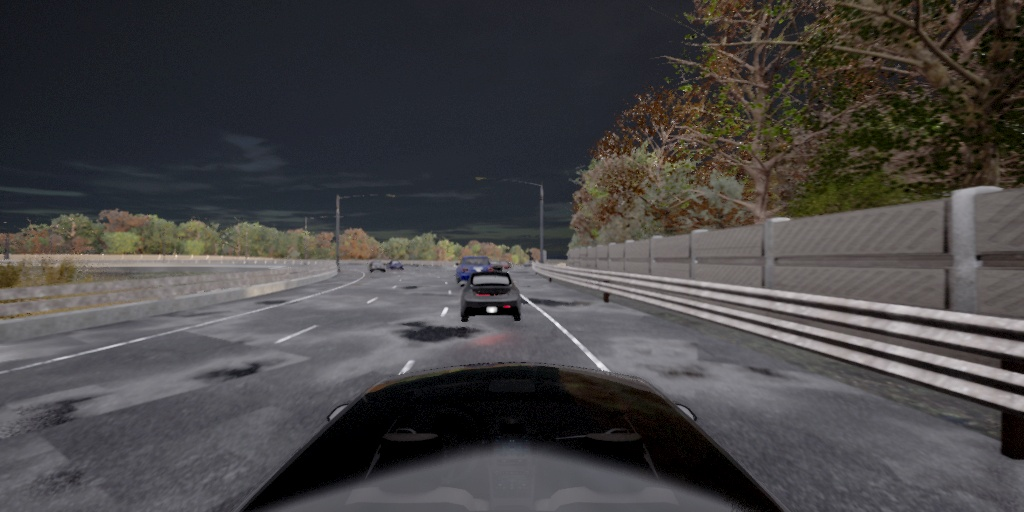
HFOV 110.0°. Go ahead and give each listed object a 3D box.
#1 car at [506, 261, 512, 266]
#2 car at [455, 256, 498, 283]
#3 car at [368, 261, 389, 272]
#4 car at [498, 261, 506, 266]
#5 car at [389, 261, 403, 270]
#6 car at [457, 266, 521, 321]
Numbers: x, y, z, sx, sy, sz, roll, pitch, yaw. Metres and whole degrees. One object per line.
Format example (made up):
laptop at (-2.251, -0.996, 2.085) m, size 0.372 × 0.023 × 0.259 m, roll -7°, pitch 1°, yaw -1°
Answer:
car at (-1.239, 1.409, 55.836) m, size 1.994 × 1.385 × 4.181 m, roll 0°, pitch 0°, yaw 6°
car at (-2.670, 1.019, 24.917) m, size 2.150 × 2.045 × 5.566 m, roll 0°, pitch 0°, yaw -12°
car at (-18.381, 1.434, 48.543) m, size 2.033 × 1.411 × 5.357 m, roll 0°, pitch 0°, yaw -27°
car at (-2.102, 1.306, 44.011) m, size 1.882 × 1.535 × 5.008 m, roll 0°, pitch 0°, yaw 2°
car at (-18.129, 1.422, 55.359) m, size 1.812 × 1.442 × 4.674 m, roll 0°, pitch 0°, yaw -29°
car at (-0.779, 1.276, 12.576) m, size 1.837 × 1.490 × 4.892 m, roll 0°, pitch 0°, yaw -5°
